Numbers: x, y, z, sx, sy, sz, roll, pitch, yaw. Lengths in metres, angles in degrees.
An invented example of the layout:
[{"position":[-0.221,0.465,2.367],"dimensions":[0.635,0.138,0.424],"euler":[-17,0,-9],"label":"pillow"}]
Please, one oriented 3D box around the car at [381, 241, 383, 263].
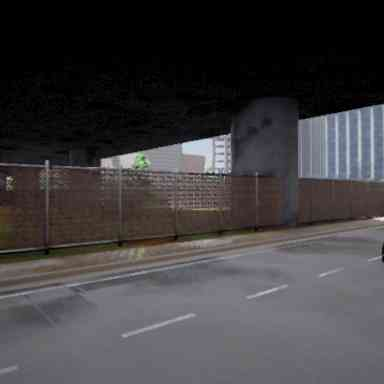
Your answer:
[{"position":[7.714,1.531,10.490],"dimensions":[4.902,1.511,2.128],"euler":[0,0,-40],"label":"car"}]
